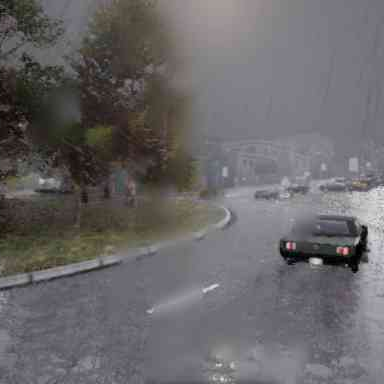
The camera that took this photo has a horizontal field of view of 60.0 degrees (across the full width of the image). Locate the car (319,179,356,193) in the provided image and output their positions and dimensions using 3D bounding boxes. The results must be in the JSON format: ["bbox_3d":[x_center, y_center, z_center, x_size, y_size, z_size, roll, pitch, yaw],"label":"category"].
[{"bbox_3d":[22.066,-0.728,50.990,4.892,1.521,2.231,-1,4,25],"label":"car"}]

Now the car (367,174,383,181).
[{"bbox_3d":[43.851,-3.471,79.650,5.008,1.535,1.882,-6,4,-45],"label":"car"}]

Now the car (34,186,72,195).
[{"bbox_3d":[-20.745,-0.136,49.065,4.718,1.301,1.895,1,-1,11],"label":"car"}]

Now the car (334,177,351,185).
[{"bbox_3d":[33.553,-2.529,74.010,5.008,1.535,1.882,-6,4,-45],"label":"car"}]

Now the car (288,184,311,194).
[{"bbox_3d":[17.053,-0.590,52.837,1.882,1.535,5.008,0,5,45],"label":"car"}]

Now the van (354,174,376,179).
[{"bbox_3d":[28.637,-1.611,57.340,4.442,1.987,1.878,-1,4,25],"label":"van"}]

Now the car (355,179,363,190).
[{"bbox_3d":[24.229,-0.907,53.122,4.674,1.452,2.002,-1,4,25],"label":"car"}]

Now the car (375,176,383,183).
[{"bbox_3d":[41.471,-2.697,70.244,4.892,1.521,2.231,-1,4,25],"label":"car"}]

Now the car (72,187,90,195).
[{"bbox_3d":[-18.386,-0.136,51.798,4.892,1.490,1.837,2,-1,8],"label":"car"}]

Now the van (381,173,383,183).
[{"bbox_3d":[43.730,-3.144,72.322,4.442,1.987,1.878,-1,4,25],"label":"van"}]

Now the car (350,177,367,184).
[{"bbox_3d":[36.142,-2.473,72.000,4.181,1.385,1.994,-6,4,-45],"label":"car"}]

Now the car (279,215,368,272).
[{"bbox_3d":[4.179,1.350,10.056,1.895,1.301,4.718,1,2,31],"label":"car"}]

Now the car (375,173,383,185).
[{"bbox_3d":[30.657,-1.854,59.532,5.566,2.045,2.435,-1,4,25],"label":"car"}]

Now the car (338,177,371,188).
[{"bbox_3d":[26.214,-1.168,55.339,5.366,1.575,1.946,0,4,25],"label":"car"}]

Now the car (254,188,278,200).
[{"bbox_3d":[9.947,0.191,44.276,2.128,1.511,4.902,1,3,34],"label":"car"}]

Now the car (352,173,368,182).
[{"bbox_3d":[41.239,-3.590,81.636,4.553,1.767,2.097,-6,4,-45],"label":"car"}]
